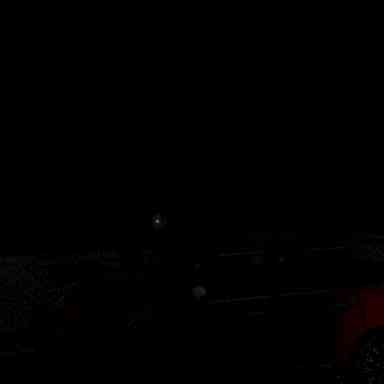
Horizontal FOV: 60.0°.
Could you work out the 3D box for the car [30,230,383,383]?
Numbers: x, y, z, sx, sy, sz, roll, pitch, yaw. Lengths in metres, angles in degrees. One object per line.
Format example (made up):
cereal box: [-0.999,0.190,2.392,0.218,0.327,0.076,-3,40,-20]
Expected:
car: [0.679,1.498,4.445,5.009,1.841,2.192,-1,-2,-9]
